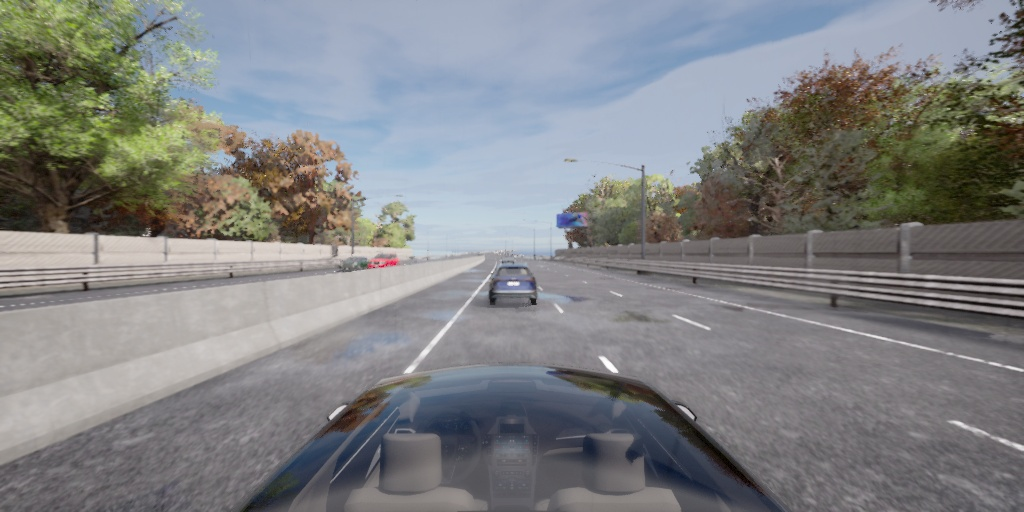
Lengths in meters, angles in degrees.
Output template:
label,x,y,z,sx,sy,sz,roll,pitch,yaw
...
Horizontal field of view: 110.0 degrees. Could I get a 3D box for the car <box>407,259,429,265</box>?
label,x,y,z,sx,sy,sz,roll,pitch,yaw
car,-11.059,1.054,42.781,1.895,1.301,4.718,0,0,-1

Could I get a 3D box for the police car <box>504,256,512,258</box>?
label,x,y,z,sx,sy,sz,roll,pitch,yaw
police car,-0.500,0.839,47.023,1.930,1.638,5.238,0,0,-1

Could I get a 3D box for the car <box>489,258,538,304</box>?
label,x,y,z,sx,sy,sz,roll,pitch,yaw
car,0.037,1.078,15.577,2.033,1.649,4.856,0,0,0

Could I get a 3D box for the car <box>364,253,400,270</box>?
label,x,y,z,sx,sy,sz,roll,pitch,yaw
car,-14.523,0.690,41.014,2.150,2.045,5.566,0,0,-1

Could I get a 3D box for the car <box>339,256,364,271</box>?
label,x,y,z,sx,sy,sz,roll,pitch,yaw
car,-18.029,0.822,41.365,2.097,1.767,4.553,0,0,-1
